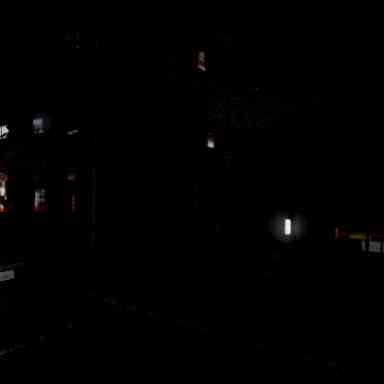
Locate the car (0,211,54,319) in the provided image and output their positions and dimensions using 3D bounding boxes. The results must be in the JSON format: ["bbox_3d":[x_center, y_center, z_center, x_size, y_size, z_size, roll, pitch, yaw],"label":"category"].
[{"bbox_3d":[-4.613,1.268,6.150,5.009,1.841,2.192,0,1,36],"label":"car"}]
